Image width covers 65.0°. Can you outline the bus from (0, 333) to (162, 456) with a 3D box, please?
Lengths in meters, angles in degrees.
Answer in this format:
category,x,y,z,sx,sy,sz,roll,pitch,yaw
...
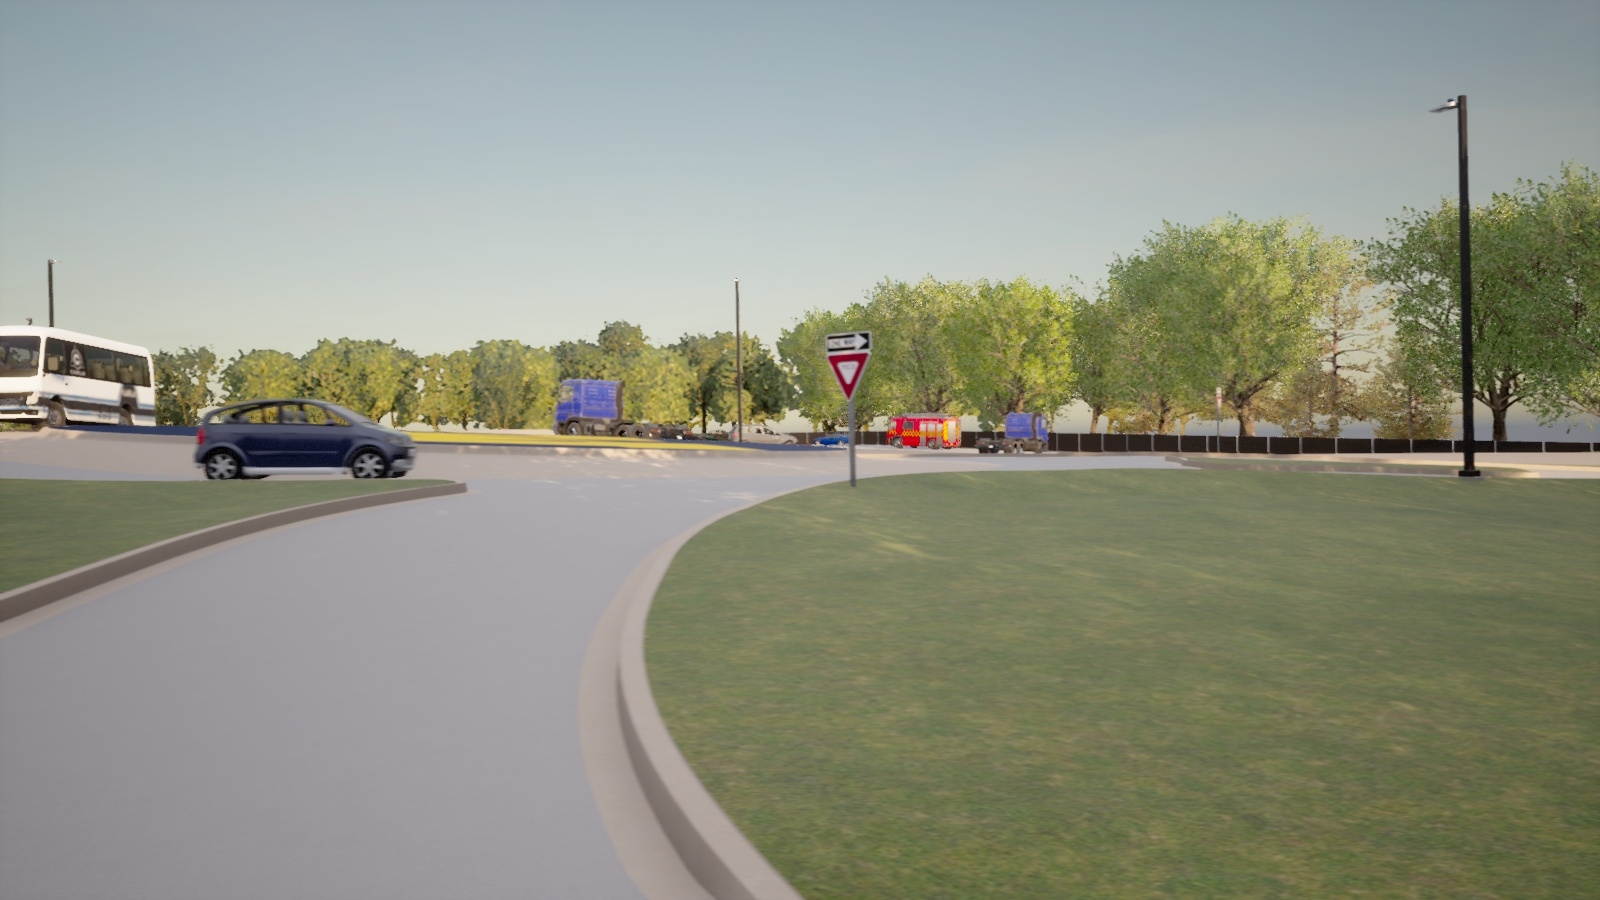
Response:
category,x,y,z,sx,sy,sz,roll,pitch,yaw
bus,-30.551,-2.030,51.414,3.944,4.253,10.273,-2,-1,-3

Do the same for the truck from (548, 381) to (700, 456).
category,x,y,z,sx,sy,sz,roll,pitch,yaw
truck,-8.805,-1.587,62.107,7.936,3.462,2.891,2,1,42

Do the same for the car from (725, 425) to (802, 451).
category,x,y,z,sx,sy,sz,roll,pitch,yaw
car,-2.374,-0.772,81.508,4.611,1.667,2.242,0,1,-15

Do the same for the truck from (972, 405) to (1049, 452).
category,x,y,z,sx,sy,sz,roll,pitch,yaw
truck,16.182,-1.569,96.087,2.891,3.462,7.936,1,0,32

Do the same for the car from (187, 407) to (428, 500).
category,x,y,z,sx,sy,sz,roll,pitch,yaw
car,-8.891,0.055,22.930,3.705,1.549,1.789,-1,0,-4
